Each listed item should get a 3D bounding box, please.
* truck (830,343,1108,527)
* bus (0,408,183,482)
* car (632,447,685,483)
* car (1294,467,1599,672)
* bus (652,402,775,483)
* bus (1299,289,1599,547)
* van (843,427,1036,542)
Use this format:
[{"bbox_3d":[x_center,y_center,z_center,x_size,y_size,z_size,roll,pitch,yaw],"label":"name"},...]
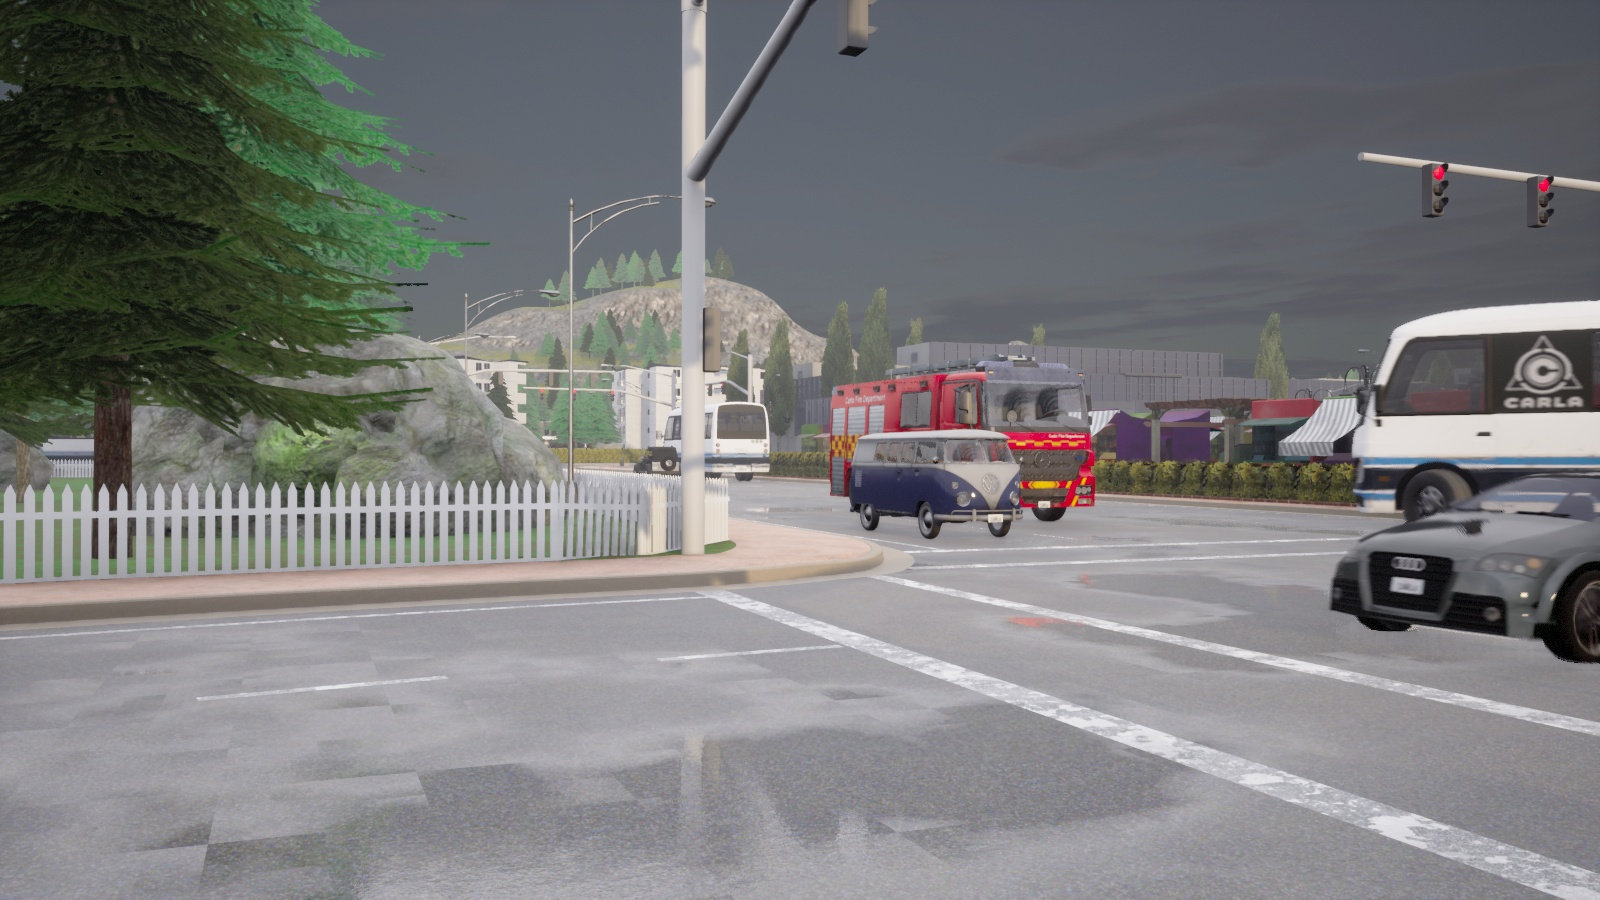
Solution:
[{"bbox_3d":[3.741,-0.298,30.549,2.891,3.827,8.468,0,0,-22],"label":"truck"},{"bbox_3d":[-42.870,-0.301,75.260,10.273,4.253,3.944,0,0,-21],"label":"bus"},{"bbox_3d":[-7.748,0.780,68.369,1.905,1.878,3.866,0,0,-22],"label":"car"},{"bbox_3d":[6.459,0.851,10.419,4.181,1.385,1.994,0,0,-22],"label":"car"},{"bbox_3d":[-5.085,-0.391,71.120,3.944,4.253,10.273,0,0,-22],"label":"bus"},{"bbox_3d":[14.620,-0.565,22.090,10.273,4.253,3.944,-1,1,32],"label":"bus"},{"bbox_3d":[2.553,0.607,24.141,1.775,1.987,4.442,0,0,-22],"label":"van"}]
